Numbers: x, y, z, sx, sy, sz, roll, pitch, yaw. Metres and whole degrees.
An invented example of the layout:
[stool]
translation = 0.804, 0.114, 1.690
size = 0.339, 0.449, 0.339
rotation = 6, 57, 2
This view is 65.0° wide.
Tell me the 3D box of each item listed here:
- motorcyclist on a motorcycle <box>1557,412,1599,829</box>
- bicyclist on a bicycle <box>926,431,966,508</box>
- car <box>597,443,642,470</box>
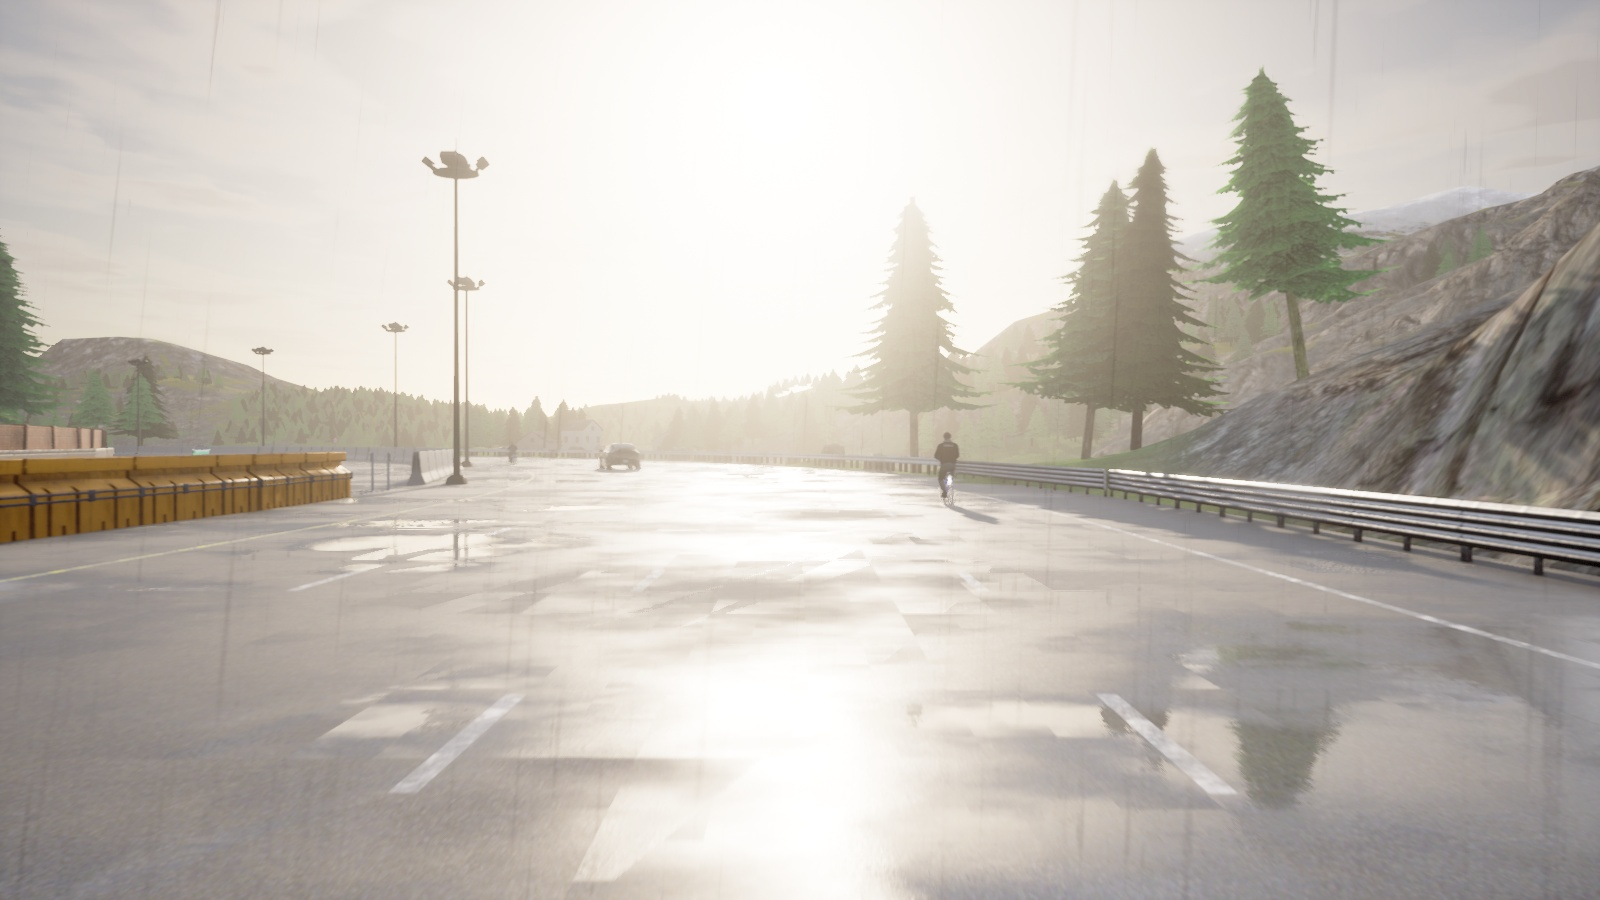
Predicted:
[motorcyclist on a motorcycle]
translation = 3.540, 0.677, 4.067
size = 0.766, 1.649, 2.350
rotation = 0, 0, 0
[bicyclist on a bicycle]
translation = 3.497, 0.450, 30.153
size = 0.659, 1.776, 1.843
rotation = -1, 1, -2
[car]
translation = -10.246, 0.343, 70.933
size = 1.837, 1.490, 4.892
rotation = 0, 0, -16
